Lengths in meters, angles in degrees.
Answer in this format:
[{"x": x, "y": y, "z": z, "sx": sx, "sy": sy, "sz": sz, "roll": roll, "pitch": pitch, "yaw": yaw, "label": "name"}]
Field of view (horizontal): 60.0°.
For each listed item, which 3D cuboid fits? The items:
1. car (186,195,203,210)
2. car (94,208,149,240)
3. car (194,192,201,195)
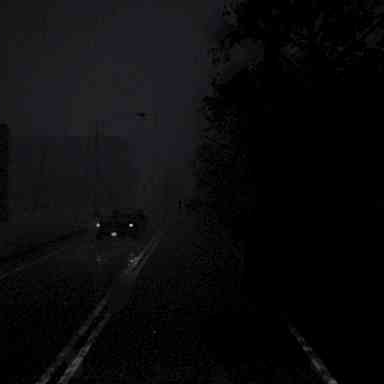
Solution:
[{"x": 0.300, "y": 1.423, "z": 41.165, "sx": 1.994, "sy": 1.385, "sz": 4.181, "roll": 0, "pitch": 0, "yaw": 1, "label": "car"}, {"x": -3.341, "y": 1.512, "z": 16.517, "sx": 1.895, "sy": 1.301, "sz": 4.718, "roll": 0, "pitch": 0, "yaw": 0, "label": "car"}, {"x": 1.444, "y": 1.079, "z": 88.571, "sx": 1.895, "sy": 1.301, "sz": 4.718, "roll": 0, "pitch": 0, "yaw": 2, "label": "car"}]
